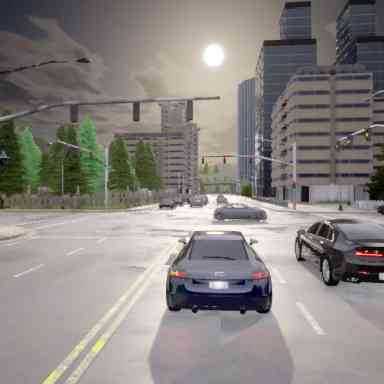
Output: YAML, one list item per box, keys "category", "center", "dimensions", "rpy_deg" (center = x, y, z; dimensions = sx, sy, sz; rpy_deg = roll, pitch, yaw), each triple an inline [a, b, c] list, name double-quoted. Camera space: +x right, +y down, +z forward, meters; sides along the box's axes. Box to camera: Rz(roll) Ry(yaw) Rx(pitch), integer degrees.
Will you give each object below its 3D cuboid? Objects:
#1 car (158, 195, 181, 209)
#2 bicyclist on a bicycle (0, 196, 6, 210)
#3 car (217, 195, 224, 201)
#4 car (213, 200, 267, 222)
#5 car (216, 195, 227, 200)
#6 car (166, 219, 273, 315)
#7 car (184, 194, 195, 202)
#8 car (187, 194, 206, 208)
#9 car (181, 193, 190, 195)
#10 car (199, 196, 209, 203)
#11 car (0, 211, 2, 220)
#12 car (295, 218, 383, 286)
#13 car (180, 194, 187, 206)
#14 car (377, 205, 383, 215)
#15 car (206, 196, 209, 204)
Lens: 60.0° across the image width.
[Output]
- category: "car"
  center: [-3.163, 1.547, 44.708]
  dimensions: [2.033, 1.411, 5.357]
  rpy_deg: [0, 0, 5]
- category: "bicyclist on a bicycle"
  center: [-22.317, 1.301, 38.934]
  dimensions: [0.582, 1.620, 1.656]
  rpy_deg: [0, 0, 5]
- category: "car"
  center: [7.408, 1.500, 85.820]
  dimensions: [1.837, 1.490, 4.892]
  rpy_deg: [0, 0, 5]
- category: "car"
  center: [3.681, 1.564, 25.752]
  dimensions: [4.181, 1.385, 1.994]
  rpy_deg: [0, 0, 5]
- category: "car"
  center: [5.205, 1.564, 58.389]
  dimensions: [1.994, 1.385, 4.181]
  rpy_deg: [0, 0, 5]
- category: "car"
  center: [0.597, 1.564, 7.699]
  dimensions: [1.994, 1.385, 4.181]
  rpy_deg: [0, 0, 4]
- category: "car"
  center: [-0.538, 1.355, 74.836]
  dimensions: [2.097, 1.767, 4.553]
  rpy_deg: [0, 0, 5]
- category: "car"
  center: [0.704, 1.505, 48.922]
  dimensions: [1.837, 1.490, 4.892]
  rpy_deg: [0, 0, 5]
- category: "car"
  center: [-1.416, 1.221, 64.884]
  dimensions: [2.150, 2.045, 5.566]
  rpy_deg: [0, 0, 5]
- category: "car"
  center: [2.424, 1.505, 68.383]
  dimensions: [1.837, 1.490, 4.892]
  rpy_deg: [0, 0, 5]
- category: "car"
  center: [-16.322, 1.478, 23.906]
  dimensions: [5.008, 1.535, 1.882]
  rpy_deg: [0, 0, 5]
- category: "car"
  center: [4.230, 1.505, 9.317]
  dimensions: [1.837, 1.490, 4.892]
  rpy_deg: [0, 0, 4]
- category: "car"
  center: [-2.315, 1.547, 54.747]
  dimensions: [2.033, 1.411, 5.357]
  rpy_deg: [0, 0, 5]
- category: "car"
  center: [20.362, 1.478, 31.592]
  dimensions: [5.008, 1.535, 1.882]
  rpy_deg: [0, 0, 5]
- category: "car"
  center: [1.484, 1.352, 58.013]
  dimensions: [2.097, 1.767, 4.553]
  rpy_deg: [0, 0, 5]
